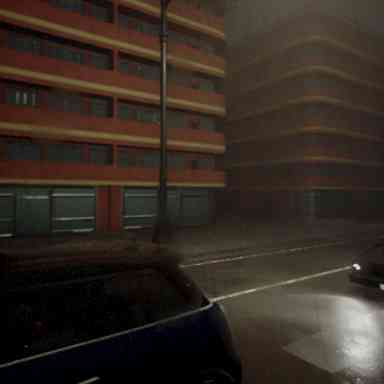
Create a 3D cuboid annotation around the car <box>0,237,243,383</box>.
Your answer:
[{"bbox_3d":[-1.772,1.354,2.725,4.553,1.767,2.097,0,0,-36],"label":"car"}]

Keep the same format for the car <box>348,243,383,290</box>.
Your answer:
[{"bbox_3d":[6.179,1.599,8.417,5.357,1.411,2.033,0,0,-36],"label":"car"}]
